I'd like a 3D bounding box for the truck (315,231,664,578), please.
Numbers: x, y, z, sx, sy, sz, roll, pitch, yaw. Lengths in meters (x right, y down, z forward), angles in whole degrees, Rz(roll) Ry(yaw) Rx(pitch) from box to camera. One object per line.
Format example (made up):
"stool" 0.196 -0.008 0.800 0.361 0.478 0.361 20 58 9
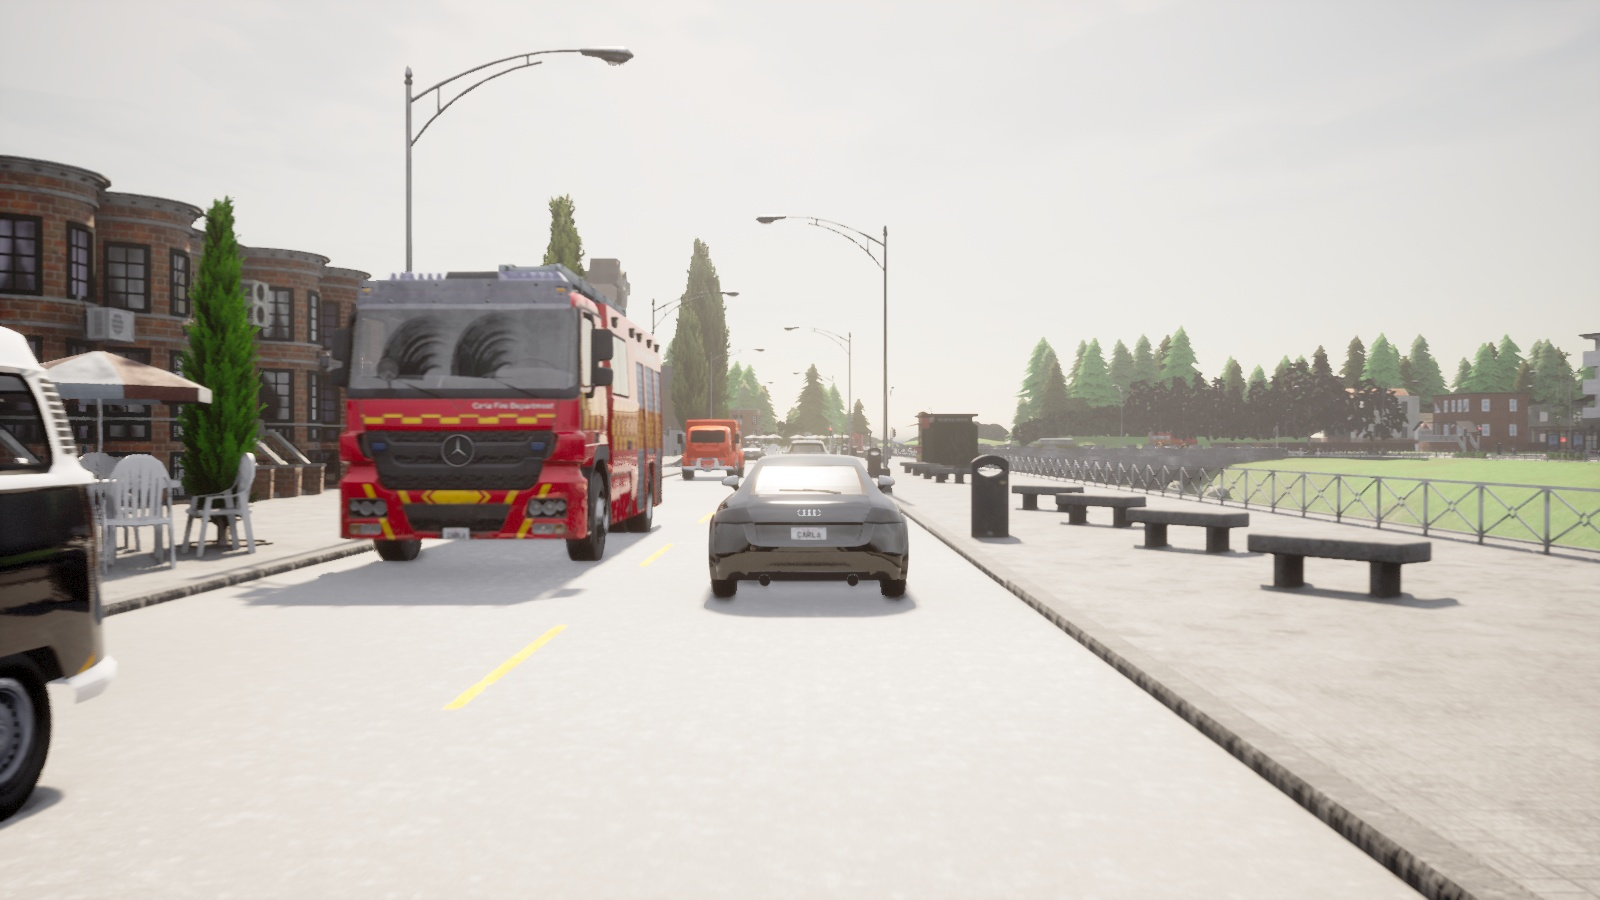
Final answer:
"truck" -3.887 -0.523 18.102 2.891 3.827 8.468 0 0 0

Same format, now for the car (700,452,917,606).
"car" 0.090 0.733 13.664 1.994 1.385 4.181 0 0 0

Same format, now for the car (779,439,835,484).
"car" 0.281 0.404 48.298 2.033 1.649 4.856 0 0 0

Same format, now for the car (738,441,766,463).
"car" -3.482 0.125 91.585 1.851 1.617 3.988 0 0 0

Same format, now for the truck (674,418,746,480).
"truck" -3.696 -0.040 52.642 2.627 2.467 5.204 0 0 0

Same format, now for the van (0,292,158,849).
"van" -3.966 0.447 3.476 2.069 2.038 4.480 0 0 0
